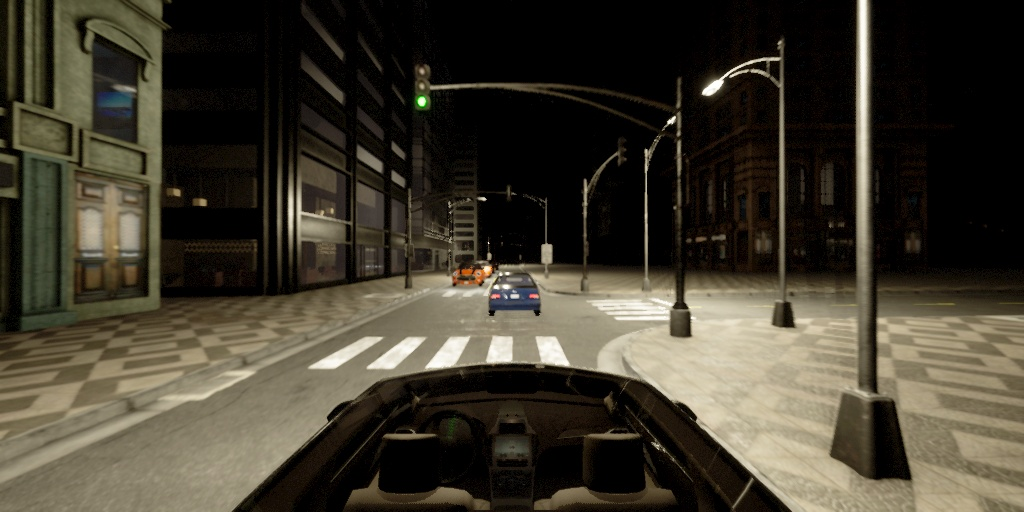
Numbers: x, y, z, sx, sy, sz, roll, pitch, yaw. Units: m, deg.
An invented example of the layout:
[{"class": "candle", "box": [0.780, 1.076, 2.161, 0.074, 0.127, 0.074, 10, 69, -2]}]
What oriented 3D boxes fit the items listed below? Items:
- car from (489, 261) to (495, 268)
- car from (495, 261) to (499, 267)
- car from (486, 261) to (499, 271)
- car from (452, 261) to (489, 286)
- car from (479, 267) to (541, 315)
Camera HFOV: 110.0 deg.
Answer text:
[{"class": "car", "box": [-3.108, 1.281, 35.994, 2.097, 1.767, 4.553, 0, 0, 0]}, {"class": "car", "box": [-3.098, 1.534, 46.441, 2.033, 1.411, 5.357, 0, 0, 0]}, {"class": "car", "box": [-3.038, 1.549, 56.983, 1.837, 1.490, 4.892, 0, 0, 1]}, {"class": "car", "box": [-3.084, 1.229, 26.252, 2.097, 1.767, 4.553, 0, 0, -1]}, {"class": "car", "box": [0.088, 1.332, 13.784, 2.033, 1.411, 5.357, 0, 0, 0]}]
